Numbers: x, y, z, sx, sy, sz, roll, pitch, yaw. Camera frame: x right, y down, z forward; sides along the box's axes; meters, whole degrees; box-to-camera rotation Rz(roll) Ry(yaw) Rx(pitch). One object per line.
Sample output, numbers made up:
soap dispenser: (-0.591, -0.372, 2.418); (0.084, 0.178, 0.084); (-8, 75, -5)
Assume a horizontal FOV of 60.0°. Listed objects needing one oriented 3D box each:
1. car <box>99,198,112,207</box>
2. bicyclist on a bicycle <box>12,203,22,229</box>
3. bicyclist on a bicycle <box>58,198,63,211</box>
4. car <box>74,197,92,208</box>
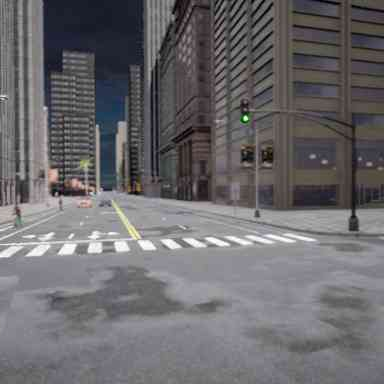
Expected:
car: (-14.247, 1.732, 54.746); (2.033, 1.411, 5.357); (-1, 0, -14)
bicyclist on a bicycle: (-11.484, 1.573, 21.889); (0.582, 1.620, 1.656); (-1, 0, -14)
bicyclist on a bicycle: (-16.779, 1.645, 42.496); (0.582, 1.620, 1.656); (-1, 0, -14)
car: (-17.405, 1.565, 53.967); (2.097, 1.767, 4.553); (-1, 0, -14)
